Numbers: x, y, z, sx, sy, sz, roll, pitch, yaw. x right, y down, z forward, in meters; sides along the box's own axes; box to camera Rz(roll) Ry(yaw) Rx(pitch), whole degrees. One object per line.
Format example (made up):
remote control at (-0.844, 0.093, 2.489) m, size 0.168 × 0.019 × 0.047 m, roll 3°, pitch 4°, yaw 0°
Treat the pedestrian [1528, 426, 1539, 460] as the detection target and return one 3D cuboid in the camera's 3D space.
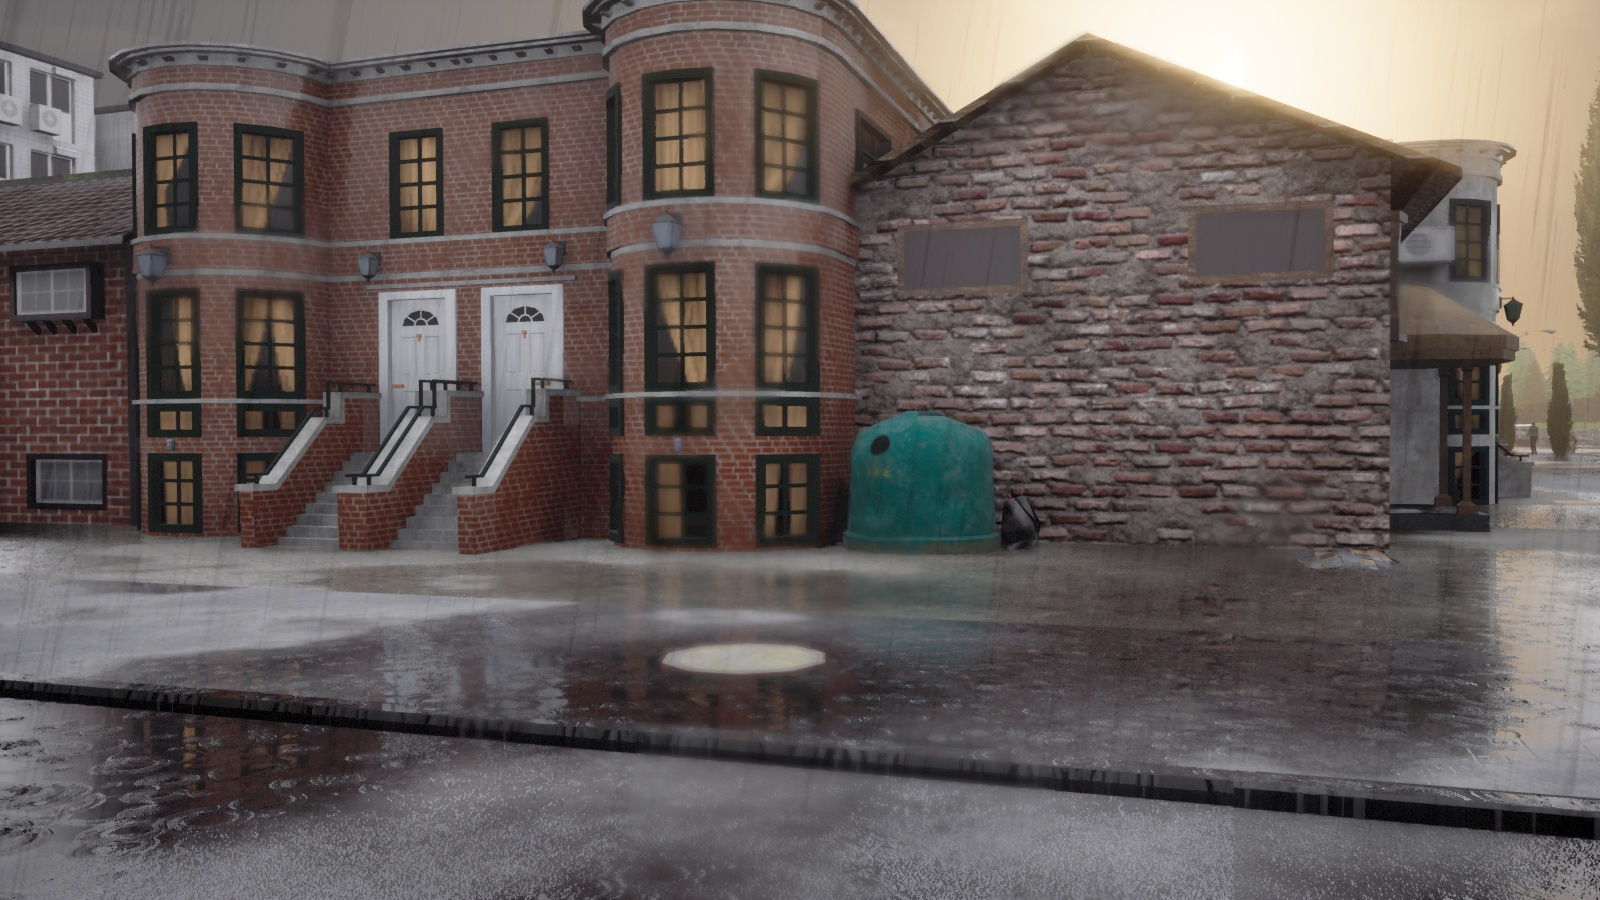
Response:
pedestrian at (39.920, -0.408, 68.346) m, size 0.331 × 1.846 × 0.634 m, roll 1°, pitch 1°, yaw 44°
